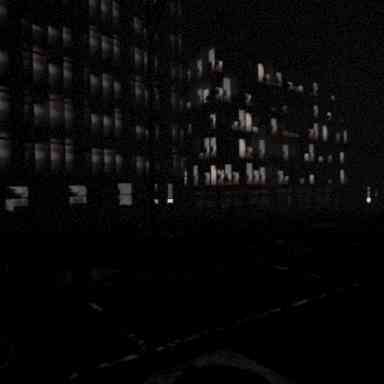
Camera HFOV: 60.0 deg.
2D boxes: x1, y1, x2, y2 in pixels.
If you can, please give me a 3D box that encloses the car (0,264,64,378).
[{"bbox_3d":[-3.823,1.560,3.831,4.403,1.369,2.008,0,-1,-36],"label":"car"}]
